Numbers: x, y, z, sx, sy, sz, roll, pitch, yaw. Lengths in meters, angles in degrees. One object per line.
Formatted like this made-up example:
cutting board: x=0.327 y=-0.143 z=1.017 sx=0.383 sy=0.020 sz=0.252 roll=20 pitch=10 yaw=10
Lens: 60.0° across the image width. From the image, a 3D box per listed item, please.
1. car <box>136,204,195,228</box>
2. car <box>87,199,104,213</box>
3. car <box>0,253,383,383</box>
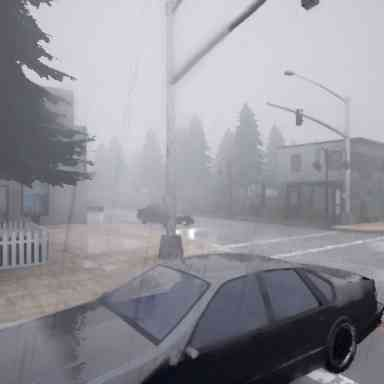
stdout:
car: x=-1.948 y=1.513 z=22.494 sx=2.033 sy=1.411 sz=5.357 roll=0 pitch=0 yaw=-34
car: x=-11.331 y=1.512 z=36.526 sx=2.033 sy=1.411 sz=5.357 roll=0 pitch=0 yaw=-34
car: x=0.278 y=1.543 z=4.068 sx=5.357 sy=1.411 sz=2.033 roll=0 pitch=0 yaw=-36
